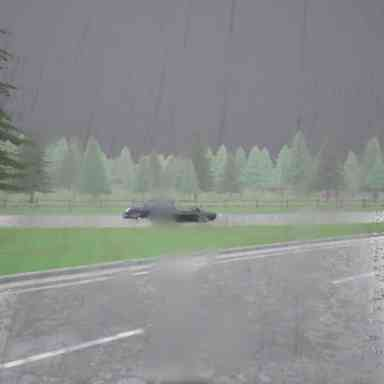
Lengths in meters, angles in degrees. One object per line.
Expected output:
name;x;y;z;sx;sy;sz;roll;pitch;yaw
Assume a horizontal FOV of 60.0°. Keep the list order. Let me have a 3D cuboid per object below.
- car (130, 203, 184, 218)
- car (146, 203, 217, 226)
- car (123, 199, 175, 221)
car;-3.200;1.652;30.442;4.718;1.301;1.895;0;0;-7
car;-0.683;1.644;23.746;4.718;1.301;1.895;0;0;-8
car;-3.244;1.397;27.007;4.553;1.767;2.097;0;0;-7
